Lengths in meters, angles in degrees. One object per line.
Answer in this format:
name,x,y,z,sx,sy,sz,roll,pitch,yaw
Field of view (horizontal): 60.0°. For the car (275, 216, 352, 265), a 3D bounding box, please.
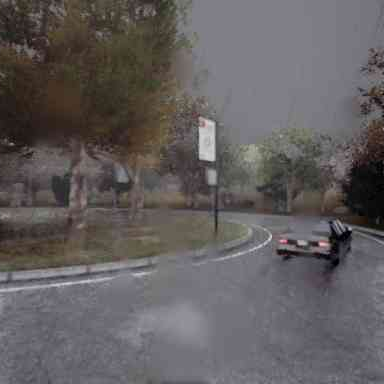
car,4.609,1.595,12.124,2.033,1.411,5.357,0,0,31
